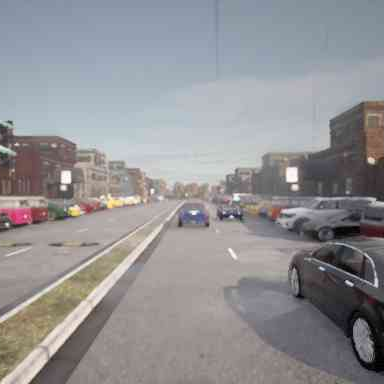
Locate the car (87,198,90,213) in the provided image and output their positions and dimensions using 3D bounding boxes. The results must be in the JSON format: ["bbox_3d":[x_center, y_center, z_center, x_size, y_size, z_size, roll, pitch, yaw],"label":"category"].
[{"bbox_3d":[-12.832,1.429,32.576,4.553,1.767,2.185,0,0,0],"label":"car"}]

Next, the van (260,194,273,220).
[{"bbox_3d":[7.563,1.334,24.197,4.442,1.987,1.878,0,0,0],"label":"van"}]

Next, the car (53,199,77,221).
[{"bbox_3d":[-12.790,1.308,27.136,5.566,2.045,2.435,0,0,0],"label":"car"}]

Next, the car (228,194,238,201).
[{"bbox_3d":[7.678,1.292,40.745,5.566,2.045,2.435,0,0,0],"label":"car"}]

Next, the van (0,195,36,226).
[{"bbox_3d":[-12.963,1.332,21.584,4.442,1.987,1.878,0,0,0],"label":"van"}]

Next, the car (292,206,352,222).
[{"bbox_3d":[7.637,1.577,15.922,4.792,1.488,2.163,0,0,0],"label":"car"}]

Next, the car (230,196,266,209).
[{"bbox_3d":[7.747,1.408,46.258,4.553,1.767,2.185,0,0,0],"label":"car"}]

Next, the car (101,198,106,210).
[{"bbox_3d":[-12.811,1.573,38.135,4.792,1.488,2.163,0,0,0],"label":"car"}]

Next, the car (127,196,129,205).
[{"bbox_3d":[-12.735,1.569,52.145,4.674,1.452,2.002,0,0,0],"label":"car"}]

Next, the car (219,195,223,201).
[{"bbox_3d":[7.700,1.300,54.526,5.566,2.045,2.435,0,0,0],"label":"car"}]

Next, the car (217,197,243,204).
[{"bbox_3d":[7.746,1.705,68.297,5.008,1.535,2.097,0,-1,0],"label":"car"}]

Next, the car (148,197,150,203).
[{"bbox_3d":[-12.839,1.802,74.367,5.366,1.575,1.946,0,-1,0],"label":"car"}]

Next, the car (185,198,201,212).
[{"bbox_3d":[0.168,1.540,41.652,1.882,1.535,5.008,0,0,0],"label":"car"}]

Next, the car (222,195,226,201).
[{"bbox_3d":[7.719,1.537,51.767,5.008,1.535,2.097,0,0,0],"label":"car"}]

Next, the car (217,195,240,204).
[{"bbox_3d":[7.787,1.626,71.057,4.553,1.767,2.185,0,-1,0],"label":"car"}]

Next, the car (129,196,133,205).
[{"bbox_3d":[-12.720,1.581,54.803,4.674,1.452,2.002,0,0,0],"label":"car"}]

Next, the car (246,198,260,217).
[{"bbox_3d":[7.874,1.557,29.712,5.366,1.575,1.946,0,0,0],"label":"car"}]

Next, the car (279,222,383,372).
[{"bbox_3d":[3.109,1.536,5.669,1.837,1.490,4.892,0,0,0],"label":"car"}]

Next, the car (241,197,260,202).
[{"bbox_3d":[7.878,1.554,32.471,5.366,1.575,1.946,0,0,0],"label":"car"}]

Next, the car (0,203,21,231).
[{"bbox_3d":[-12.852,1.555,18.801,4.892,1.521,2.231,0,0,0],"label":"car"}]

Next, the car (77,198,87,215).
[{"bbox_3d":[-12.625,1.556,29.919,5.366,1.575,1.946,0,0,0],"label":"car"}]

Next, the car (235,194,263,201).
[{"bbox_3d":[7.671,1.423,37.988,4.553,1.767,2.185,0,0,0],"label":"car"}]

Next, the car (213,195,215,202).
[{"bbox_3d":[7.789,1.827,73.811,4.792,1.488,2.163,0,-1,0],"label":"car"}]

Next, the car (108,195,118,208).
[{"bbox_3d":[-12.766,1.530,43.818,5.008,1.535,2.097,0,0,0],"label":"car"}]

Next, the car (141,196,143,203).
[{"bbox_3d":[-12.652,1.536,65.909,4.553,1.767,2.185,0,-1,0],"label":"car"}]

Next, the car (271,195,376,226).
[{"bbox_3d":[7.642,1.301,18.680,5.566,2.045,2.435,0,0,0],"label":"car"}]

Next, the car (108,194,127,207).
[{"bbox_3d":[-12.927,1.521,49.375,5.366,1.575,1.946,0,0,0],"label":"car"}]

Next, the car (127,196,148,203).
[{"bbox_3d":[-12.616,1.726,77.029,4.553,1.767,2.185,0,-1,0],"label":"car"}]

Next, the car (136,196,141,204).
[{"bbox_3d":[-12.675,1.336,60.358,5.566,2.045,2.435,0,-1,0],"label":"car"}]

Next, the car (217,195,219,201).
[{"bbox_3d":[7.705,1.316,57.279,5.566,2.045,2.435,0,-1,0],"label":"car"}]

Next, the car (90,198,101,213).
[{"bbox_3d":[-12.786,1.550,35.355,5.008,1.535,2.097,0,0,0],"label":"car"}]

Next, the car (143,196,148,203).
[{"bbox_3d":[-12.669,1.758,71.587,4.892,1.521,2.231,0,-1,0],"label":"car"}]

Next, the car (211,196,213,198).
[{"bbox_3d":[7.797,1.640,79.330,5.566,2.045,2.435,0,-1,0],"label":"car"}]

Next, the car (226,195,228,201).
[{"bbox_3d":[7.739,1.287,43.502,5.566,2.045,2.435,0,0,0],"label":"car"}]

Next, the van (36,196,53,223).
[{"bbox_3d":[-12.949,1.334,24.238,4.442,1.987,1.878,0,0,0],"label":"van"}]

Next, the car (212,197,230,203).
[{"bbox_3d":[7.816,2.119,90.351,4.792,1.488,2.163,0,-1,0],"label":"car"}]

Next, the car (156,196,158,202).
[{"bbox_3d":[-12.589,2.110,91.037,5.008,1.535,2.097,0,-1,0],"label":"car"}]

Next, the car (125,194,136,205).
[{"bbox_3d":[-12.898,1.558,57.577,5.366,1.575,1.946,0,-1,0],"label":"car"}]

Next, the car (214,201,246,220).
[{"bbox_3d":[3.147,1.681,28.559,1.895,1.301,4.718,0,0,0],"label":"car"}]

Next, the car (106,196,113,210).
[{"bbox_3d":[-12.778,1.538,40.914,4.892,1.521,2.231,0,0,0],"label":"car"}]

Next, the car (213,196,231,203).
[{"bbox_3d":[7.751,1.913,87.598,4.553,1.767,2.185,0,-1,0],"label":"car"}]

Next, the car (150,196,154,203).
[{"bbox_3d":[-12.630,1.951,82.576,5.008,1.535,2.097,0,-1,0],"label":"car"}]

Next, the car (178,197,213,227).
[{"bbox_3d":[0.137,1.431,23.774,2.097,1.767,4.553,0,0,1],"label":"car"}]

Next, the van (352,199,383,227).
[{"bbox_3d":[7.774,1.305,10.404,4.442,1.987,1.878,0,0,0],"label":"van"}]
